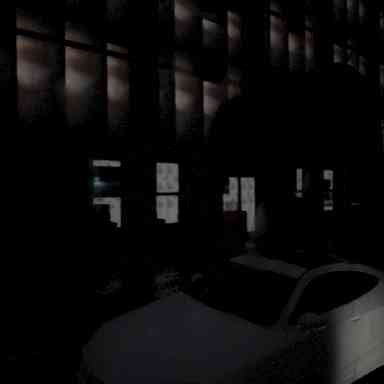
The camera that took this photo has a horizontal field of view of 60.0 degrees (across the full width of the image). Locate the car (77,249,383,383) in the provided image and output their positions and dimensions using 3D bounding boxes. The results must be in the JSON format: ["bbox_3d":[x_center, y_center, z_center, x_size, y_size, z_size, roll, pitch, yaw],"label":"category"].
[{"bbox_3d":[1.032,1.522,4.114,4.674,1.442,1.812,0,0,-36],"label":"car"}]
